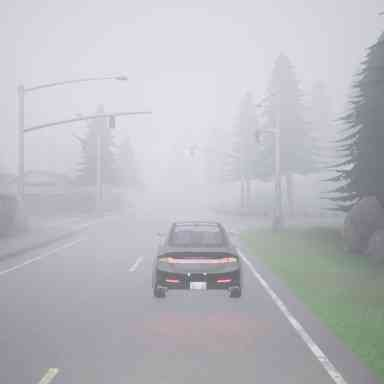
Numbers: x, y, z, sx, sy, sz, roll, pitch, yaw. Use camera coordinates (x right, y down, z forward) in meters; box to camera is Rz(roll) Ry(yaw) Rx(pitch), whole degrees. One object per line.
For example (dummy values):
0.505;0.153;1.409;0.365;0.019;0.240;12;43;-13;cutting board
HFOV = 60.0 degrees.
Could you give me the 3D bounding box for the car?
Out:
0.118;1.491;8.487;2.128;1.511;4.902;0;0;0;car
